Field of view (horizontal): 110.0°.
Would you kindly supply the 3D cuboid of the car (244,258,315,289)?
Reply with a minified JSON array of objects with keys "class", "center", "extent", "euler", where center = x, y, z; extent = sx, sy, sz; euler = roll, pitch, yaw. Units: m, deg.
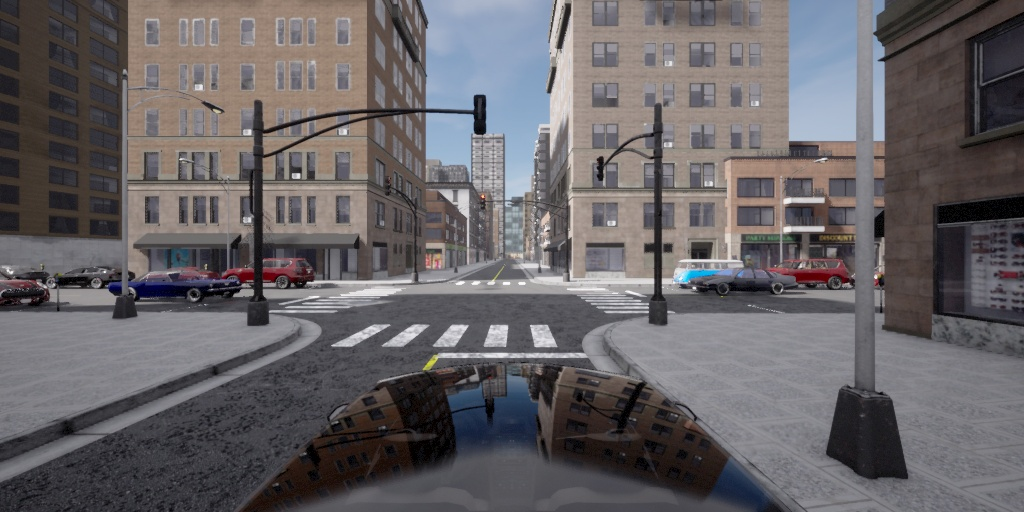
[{"class":"car","center":[-14.913,1.058,22.134],"extent":[5.009,1.841,2.192],"euler":[0,0,0]}]

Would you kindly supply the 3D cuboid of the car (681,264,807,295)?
[{"class":"car","center":[12.342,1.315,19.280],"extent":[5.357,1.411,2.033],"euler":[0,0,-5]}]

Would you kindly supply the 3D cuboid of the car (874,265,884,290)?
[{"class":"car","center":[22.591,1.281,19.165],"extent":[4.892,1.490,1.837],"euler":[0,0,1]}]

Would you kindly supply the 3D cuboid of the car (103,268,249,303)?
[{"class":"car","center":[-15.003,1.345,16.192],"extent":[4.718,1.301,1.895],"euler":[0,0,3]}]

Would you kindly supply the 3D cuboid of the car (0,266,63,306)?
[{"class":"car","center":[-20.459,1.179,13.639],"extent":[4.097,1.591,1.967],"euler":[0,0,0]}]

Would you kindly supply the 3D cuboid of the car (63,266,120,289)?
[{"class":"car","center":[-25.960,1.299,22.196],"extent":[4.313,1.339,1.948],"euler":[0,0,0]}]

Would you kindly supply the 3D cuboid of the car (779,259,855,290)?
[{"class":"car","center":[17.631,1.087,21.952],"extent":[5.009,1.841,2.192],"euler":[0,0,0]}]

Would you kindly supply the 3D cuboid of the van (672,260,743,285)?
[{"class":"van","center":[12.034,1.108,21.983],"extent":[3.998,1.789,1.690],"euler":[0,0,0]}]
